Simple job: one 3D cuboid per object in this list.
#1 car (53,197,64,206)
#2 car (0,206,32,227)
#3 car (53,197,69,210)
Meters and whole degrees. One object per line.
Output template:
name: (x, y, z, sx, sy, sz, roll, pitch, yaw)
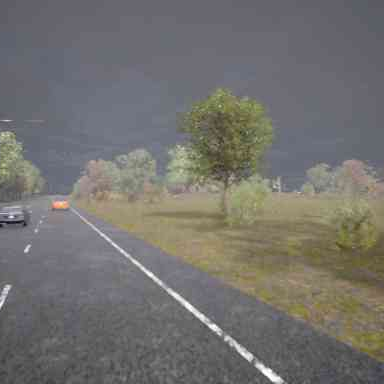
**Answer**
car: (-27.322, 1.896, 68.045, 2.097, 1.767, 4.553, -1, 0, -22)
car: (-13.225, 1.786, 24.972, 2.033, 1.411, 5.357, -1, 0, -22)
car: (-19.412, 1.737, 49.133, 2.097, 1.767, 4.553, -1, 0, -22)
